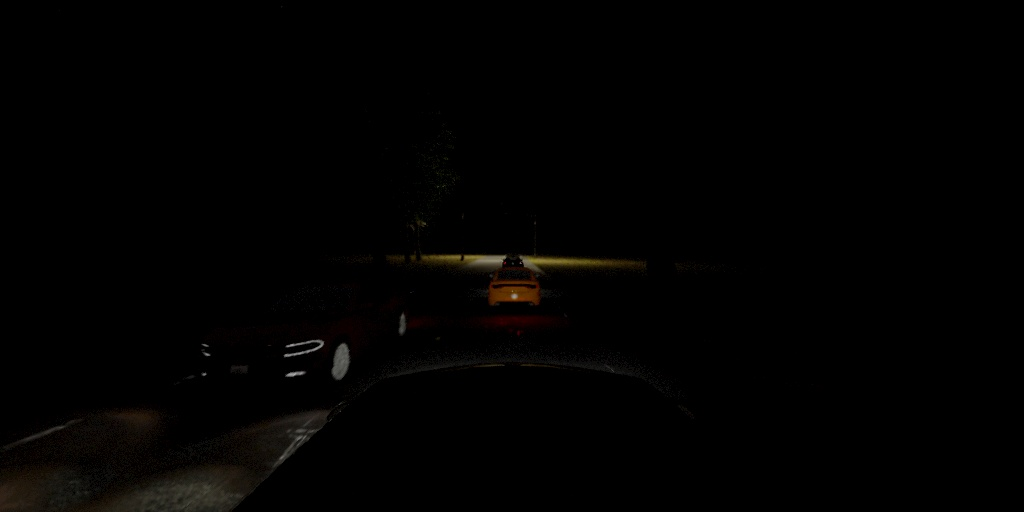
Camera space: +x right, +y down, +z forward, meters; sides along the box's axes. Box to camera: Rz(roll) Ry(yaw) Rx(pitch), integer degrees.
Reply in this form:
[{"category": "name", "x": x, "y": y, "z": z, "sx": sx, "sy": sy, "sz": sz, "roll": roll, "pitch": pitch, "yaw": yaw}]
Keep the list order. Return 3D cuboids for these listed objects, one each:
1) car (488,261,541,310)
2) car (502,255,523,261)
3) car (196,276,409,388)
[{"category": "car", "x": 0.087, "y": 1.165, "z": 14.418, "sx": 1.882, "sy": 1.535, "sz": 5.008, "roll": 0, "pitch": 1, "yaw": 0}, {"category": "car", "x": 0.082, "y": 0.712, "z": 37.351, "sx": 2.097, "sy": 1.767, "sz": 4.553, "roll": 0, "pitch": 1, "yaw": 0}, {"category": "car", "x": -3.581, "y": 1.210, "z": 7.207, "sx": 1.882, "sy": 1.535, "sz": 5.008, "roll": 0, "pitch": 0, "yaw": 0}]
